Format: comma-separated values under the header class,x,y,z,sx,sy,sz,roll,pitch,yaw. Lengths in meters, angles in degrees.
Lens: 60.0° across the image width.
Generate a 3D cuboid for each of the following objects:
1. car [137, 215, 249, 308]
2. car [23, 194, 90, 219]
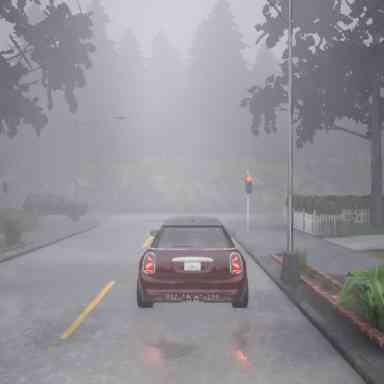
class,x,y,z,sx,sy,sz,roll,pitch,yaw
car,0.021,1.352,8.082,2.097,1.767,4.553,0,0,0
car,-11.845,1.223,29.150,5.566,2.045,2.150,0,0,2
